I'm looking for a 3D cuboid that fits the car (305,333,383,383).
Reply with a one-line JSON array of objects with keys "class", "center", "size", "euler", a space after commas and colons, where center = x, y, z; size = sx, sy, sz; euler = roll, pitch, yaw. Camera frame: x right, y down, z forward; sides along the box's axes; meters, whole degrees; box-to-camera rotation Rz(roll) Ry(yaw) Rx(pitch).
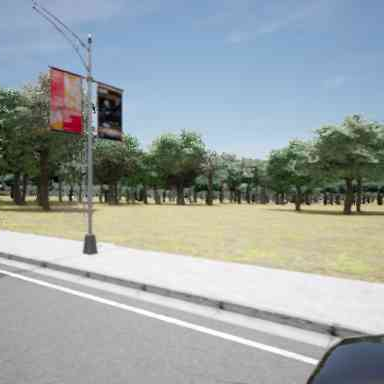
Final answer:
[{"class": "car", "center": [2.684, 1.564, 1.771], "size": [4.181, 1.385, 1.994], "euler": [0, 0, 35]}]
